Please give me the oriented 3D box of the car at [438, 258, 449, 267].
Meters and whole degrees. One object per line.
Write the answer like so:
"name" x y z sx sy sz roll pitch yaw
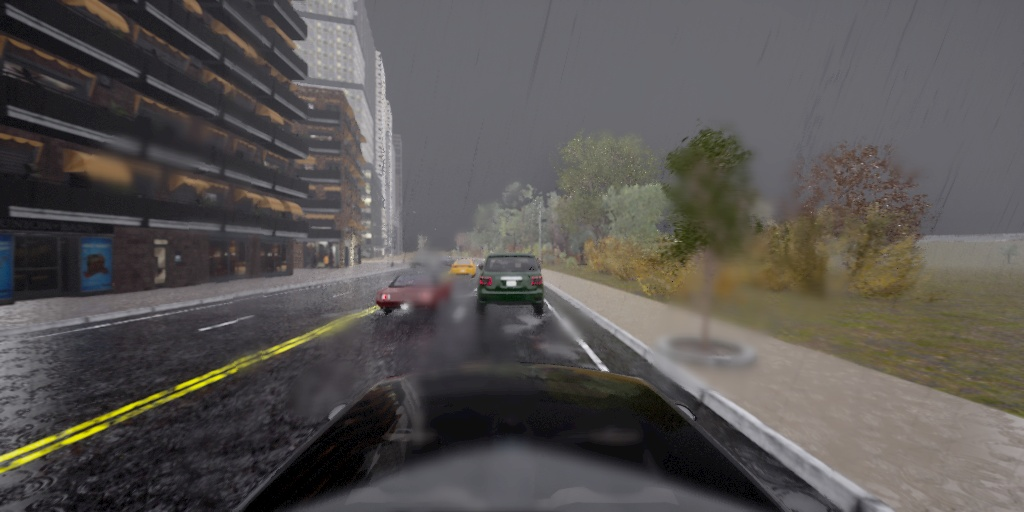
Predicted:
"car" -8.986 0.972 49.282 2.033 1.411 5.357 0 0 -5

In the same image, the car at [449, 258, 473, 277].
"car" -4.142 1.027 31.570 1.882 1.535 5.008 0 0 -3

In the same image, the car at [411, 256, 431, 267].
"car" -12.134 0.790 47.943 2.097 1.767 4.553 0 1 -5

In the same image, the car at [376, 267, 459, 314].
"car" -3.333 1.276 13.340 1.895 1.301 4.718 0 0 -1

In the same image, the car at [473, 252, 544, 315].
"car" -0.082 0.892 13.400 2.150 2.045 5.566 0 0 -1
